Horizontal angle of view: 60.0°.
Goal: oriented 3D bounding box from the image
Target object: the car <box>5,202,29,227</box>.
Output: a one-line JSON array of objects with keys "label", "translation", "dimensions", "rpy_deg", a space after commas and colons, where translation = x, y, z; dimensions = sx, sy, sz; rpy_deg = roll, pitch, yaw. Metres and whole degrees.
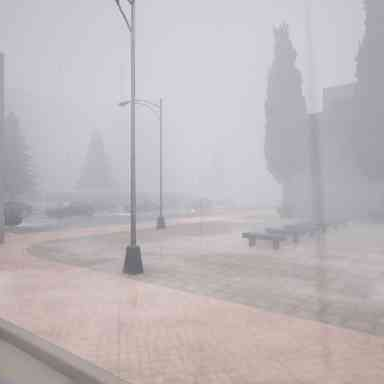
[{"label": "car", "translation": [-13.071, 1.564, 21.008], "dimensions": [1.994, 1.385, 4.181], "rpy_deg": [0, 0, 41]}]

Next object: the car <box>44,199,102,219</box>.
[{"label": "car", "translation": [-10.781, 1.526, 29.754], "dimensions": [1.812, 1.442, 4.674], "rpy_deg": [0, 0, 37]}]

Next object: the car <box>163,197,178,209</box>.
[{"label": "car", "translation": [-3.857, 1.504, 44.483], "dimensions": [1.837, 1.490, 4.892], "rpy_deg": [0, 0, 38]}]

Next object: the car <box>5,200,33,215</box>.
[{"label": "car", "translation": [-16.246, 1.505, 28.512], "dimensions": [1.837, 1.490, 4.892], "rpy_deg": [0, 0, 39]}]

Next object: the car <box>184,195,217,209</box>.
[{"label": "car", "translation": [0.872, 1.505, 44.874], "dimensions": [1.837, 1.490, 4.892], "rpy_deg": [0, 0, 38]}]

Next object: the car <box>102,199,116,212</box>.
[{"label": "car", "translation": [-10.459, 1.491, 35.936], "dimensions": [2.128, 1.511, 4.902], "rpy_deg": [0, 0, 38]}]

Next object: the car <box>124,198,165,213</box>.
[{"label": "car", "translation": [-5.473, 1.564, 36.656], "dimensions": [1.994, 1.385, 4.181], "rpy_deg": [0, 0, 38]}]

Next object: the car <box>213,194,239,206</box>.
[{"label": "car", "translation": [5.564, 1.564, 56.567], "dimensions": [1.994, 1.385, 4.181], "rpy_deg": [0, 0, 38]}]
